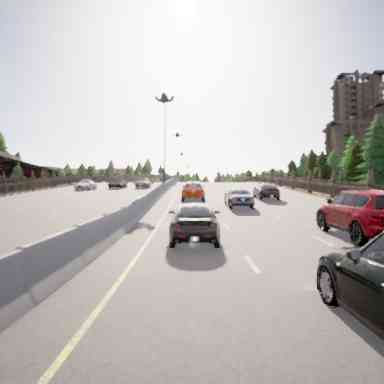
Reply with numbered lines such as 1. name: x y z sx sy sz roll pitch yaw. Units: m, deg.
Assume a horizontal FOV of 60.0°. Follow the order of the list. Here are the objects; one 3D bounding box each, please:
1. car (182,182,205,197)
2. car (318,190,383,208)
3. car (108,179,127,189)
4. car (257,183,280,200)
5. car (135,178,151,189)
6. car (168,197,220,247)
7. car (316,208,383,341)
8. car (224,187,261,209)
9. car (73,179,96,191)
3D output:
1. car: 0.097 -0.206 31.712 2.097 1.767 4.553 0 4 0
2. car: 7.099 0.910 13.750 2.150 2.045 5.566 0 3 0
3. car: -10.581 -1.113 47.410 1.895 1.301 4.718 0 4 0
4. car: 7.098 -0.068 31.943 1.837 1.490 4.892 0 4 0
5. car: -7.077 -1.275 48.143 2.128 1.511 4.902 0 4 0
6. car: 0.098 1.202 13.558 1.837 1.490 4.892 0 3 0
7. car: 3.595 1.322 4.967 2.097 1.767 4.553 0 1 0
8. car: 3.598 0.423 25.850 2.033 1.411 5.357 0 4 0
9. car: -14.087 -0.942 44.064 1.812 1.442 4.674 0 4 0
